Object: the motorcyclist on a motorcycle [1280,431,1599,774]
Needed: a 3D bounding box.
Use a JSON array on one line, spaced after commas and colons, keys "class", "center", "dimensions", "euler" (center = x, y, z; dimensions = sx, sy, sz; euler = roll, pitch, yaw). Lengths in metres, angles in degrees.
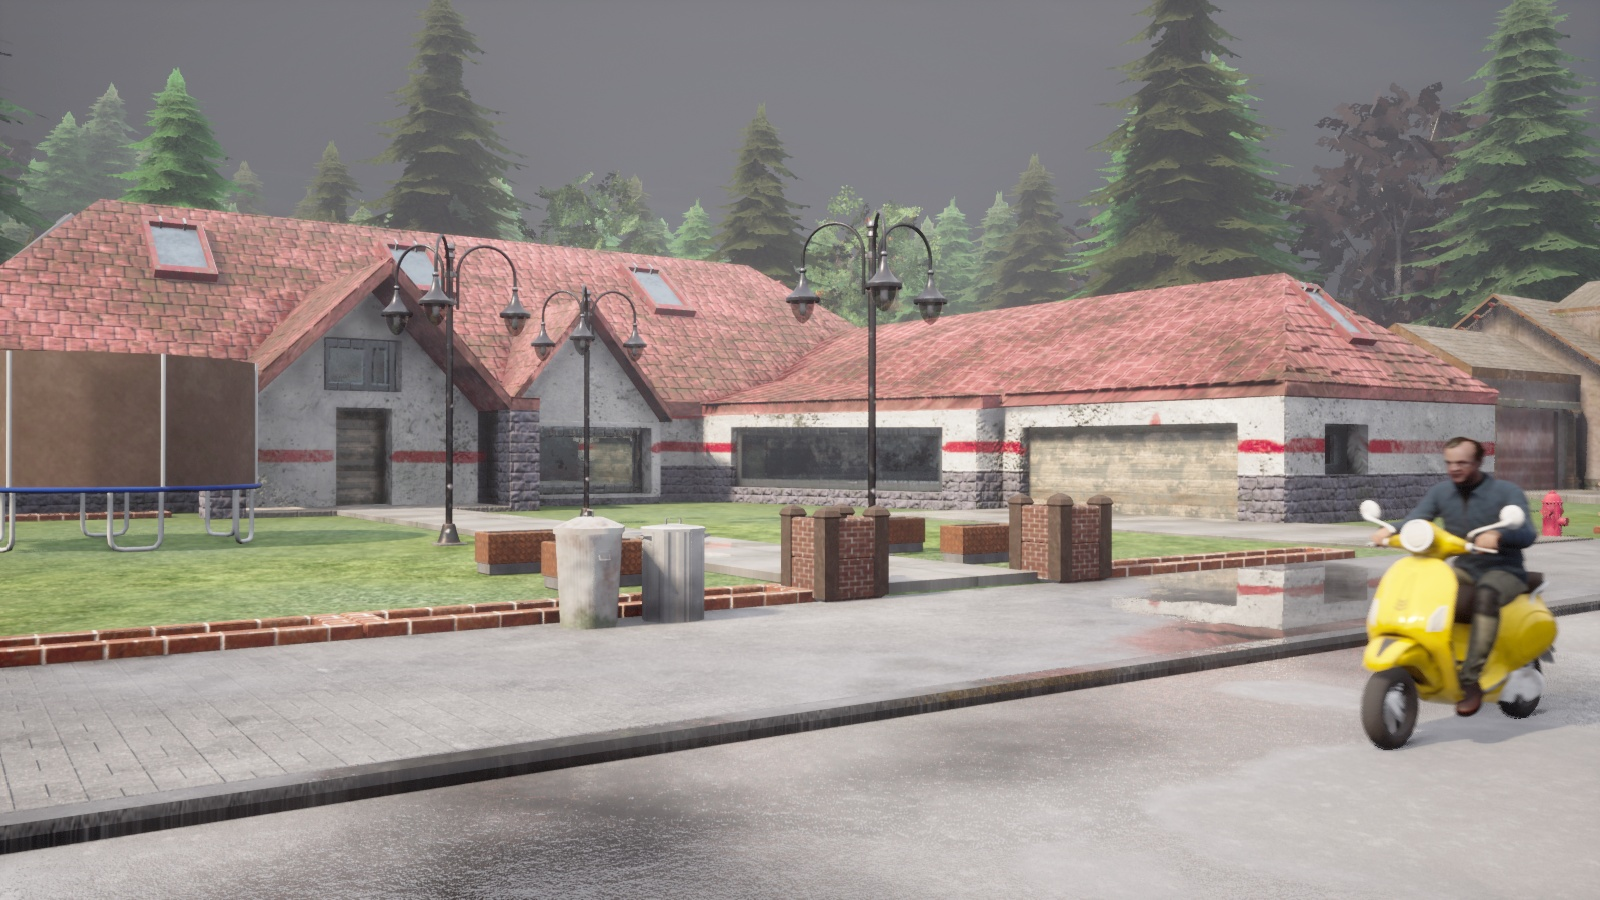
[{"class": "motorcyclist on a motorcycle", "center": [3.493, 0.707, 6.700], "dimensions": [1.817, 1.590, 0.866], "euler": [0, 0, -35]}]
